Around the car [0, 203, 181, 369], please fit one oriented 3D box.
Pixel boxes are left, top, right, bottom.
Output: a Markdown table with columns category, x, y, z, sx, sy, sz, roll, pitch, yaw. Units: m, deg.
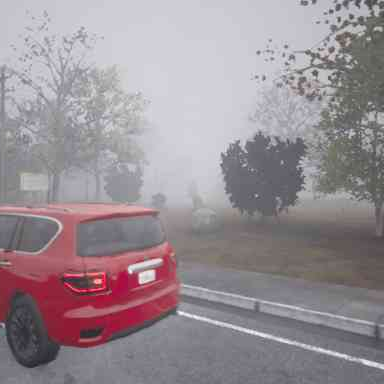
| category | x | y | z | sx | sy | sz | roll | pitch | yaw |
| --- | --- | --- | --- | --- | --- | --- | --- | --- | --- |
| car | -2.782 | 1.217 | 5.967 | 5.566 | 2.045 | 2.150 | 0 | 0 | 35 |
